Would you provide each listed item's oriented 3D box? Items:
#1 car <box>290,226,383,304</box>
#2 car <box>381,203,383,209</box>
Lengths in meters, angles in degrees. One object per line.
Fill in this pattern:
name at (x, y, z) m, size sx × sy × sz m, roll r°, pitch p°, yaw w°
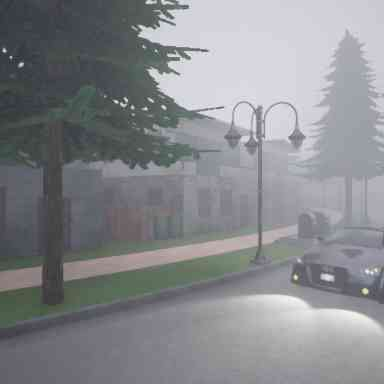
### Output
car at (4.186, 1.564, 8.204) m, size 4.181 × 1.385 × 1.994 m, roll 0°, pitch 0°, yaw -45°
car at (25.173, 1.600, 40.968) m, size 1.895 × 1.301 × 4.718 m, roll 0°, pitch 0°, yaw 9°
